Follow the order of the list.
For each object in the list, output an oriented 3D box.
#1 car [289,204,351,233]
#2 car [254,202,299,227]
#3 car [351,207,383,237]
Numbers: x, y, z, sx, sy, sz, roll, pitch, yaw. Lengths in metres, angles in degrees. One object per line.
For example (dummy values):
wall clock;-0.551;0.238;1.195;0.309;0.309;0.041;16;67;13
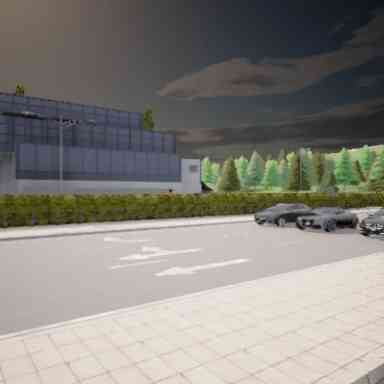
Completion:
car;8.004;1.554;19.535;4.181;1.385;1.994;0;0;-36
car;6.339;1.494;22.647;4.892;1.490;1.837;0;0;-36
car;10.452;1.494;16.983;4.892;1.490;1.837;0;0;-36
